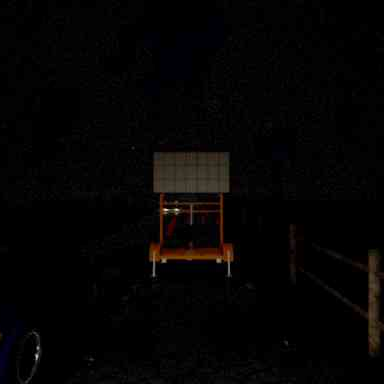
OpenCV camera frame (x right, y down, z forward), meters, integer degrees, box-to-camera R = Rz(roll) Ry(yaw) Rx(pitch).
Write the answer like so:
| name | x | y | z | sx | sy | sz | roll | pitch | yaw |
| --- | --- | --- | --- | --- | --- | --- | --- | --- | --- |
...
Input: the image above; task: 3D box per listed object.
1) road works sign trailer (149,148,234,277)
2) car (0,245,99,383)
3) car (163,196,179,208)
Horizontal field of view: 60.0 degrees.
| name | x | y | z | sx | sy | sz | roll | pitch | yaw |
| --- | --- | --- | --- | --- | --- | --- | --- | --- | --- |
| road works sign trailer | -0.015 | 0.464 | 10.223 | 2.380 | 3.560 | 2.880 | 0 | 0 | 0 |
| car | -2.859 | 1.563 | 5.076 | 1.994 | 1.385 | 4.181 | 0 | 0 | 0 |
| car | -2.921 | 1.371 | 46.981 | 2.097 | 1.767 | 4.553 | 0 | 0 | 0 |
